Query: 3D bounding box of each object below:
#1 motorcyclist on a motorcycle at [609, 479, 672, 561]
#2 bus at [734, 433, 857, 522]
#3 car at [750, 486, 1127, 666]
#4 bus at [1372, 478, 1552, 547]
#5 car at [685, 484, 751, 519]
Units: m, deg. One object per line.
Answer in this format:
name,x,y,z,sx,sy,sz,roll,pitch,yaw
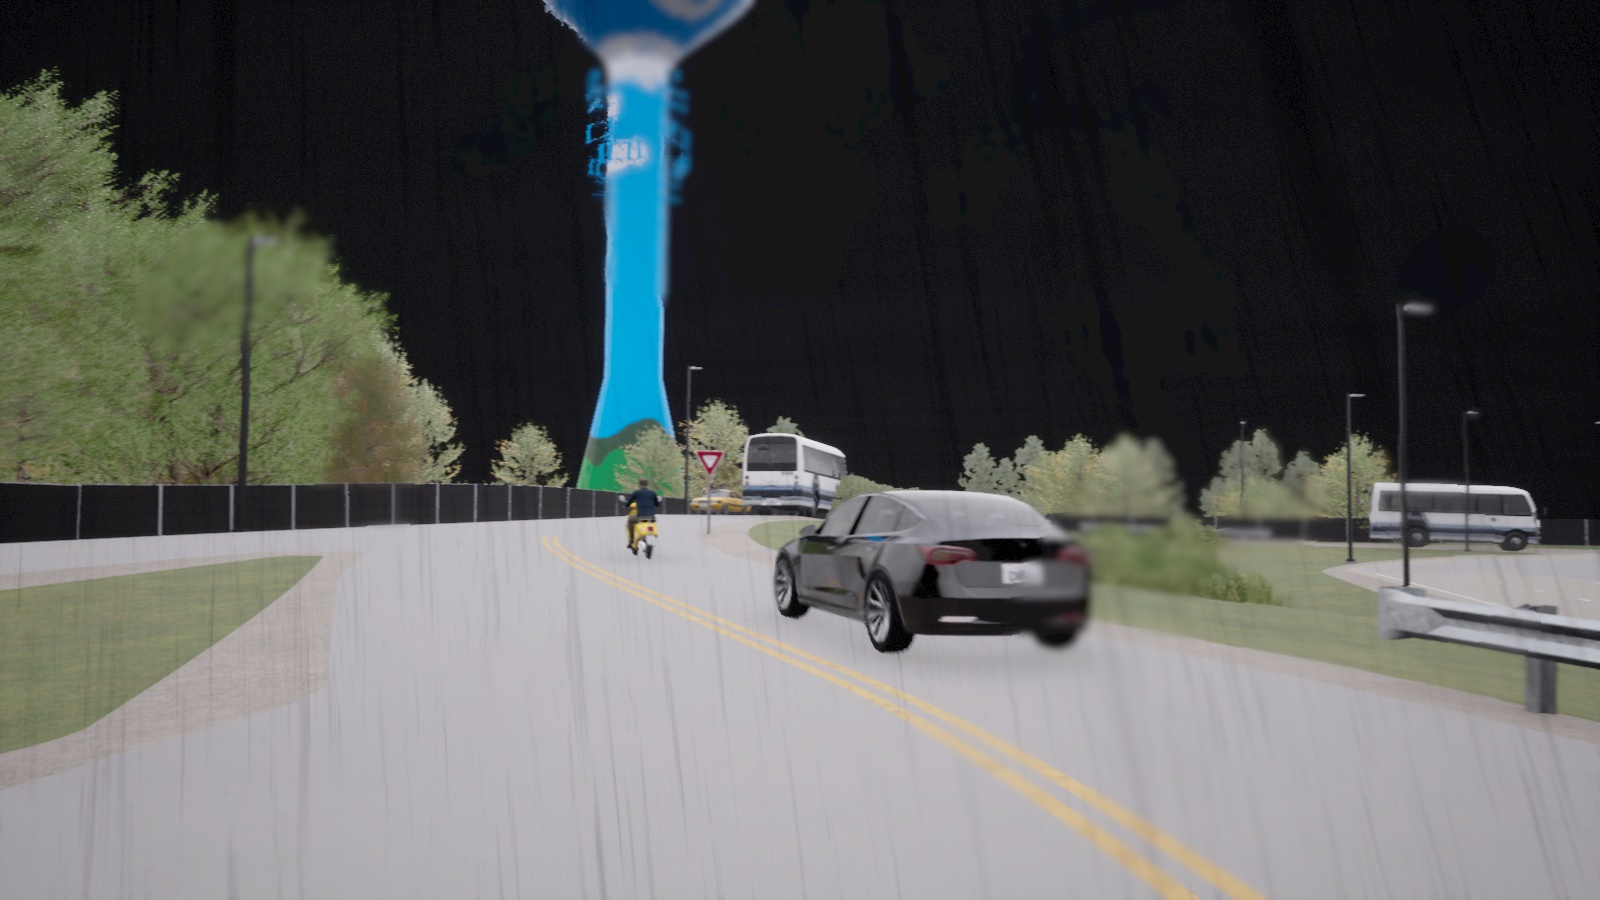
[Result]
motorcyclist on a motorcycle,-3.237,1.394,25.358,0.866,1.590,1.817,1,-2,-19
bus,-0.016,1.725,69.706,3.944,4.253,10.273,-1,-5,17
car,1.162,1.147,13.159,2.163,1.488,4.792,1,-2,-18
bus,43.871,4.163,83.730,10.273,4.253,3.944,0,-4,22
car,-4.340,2.802,67.415,1.801,1.575,5.366,-1,-5,16
